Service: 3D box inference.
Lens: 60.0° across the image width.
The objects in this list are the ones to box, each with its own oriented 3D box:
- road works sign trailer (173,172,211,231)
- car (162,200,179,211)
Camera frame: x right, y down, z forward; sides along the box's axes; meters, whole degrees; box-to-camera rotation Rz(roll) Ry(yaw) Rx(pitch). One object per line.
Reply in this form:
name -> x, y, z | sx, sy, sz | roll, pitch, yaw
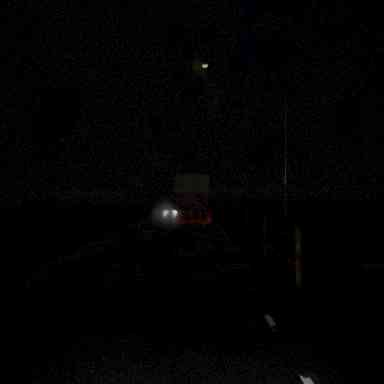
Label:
road works sign trailer -> 0.011, 0.526, 21.038 | 2.380, 3.560, 2.880 | 0, 0, 0
car -> -2.816, 1.707, 44.022 | 1.994, 1.385, 4.181 | 0, 0, 0
